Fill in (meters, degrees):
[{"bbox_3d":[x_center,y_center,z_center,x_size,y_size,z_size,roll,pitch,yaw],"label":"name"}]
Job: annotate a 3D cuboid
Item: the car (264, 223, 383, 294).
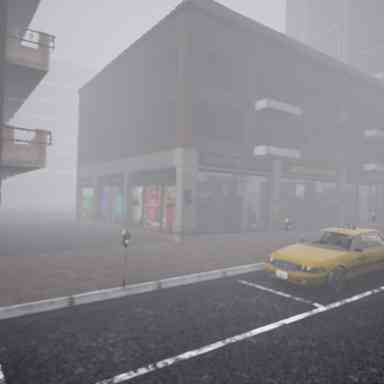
[{"bbox_3d":[4.009,1.555,8.935,4.829,1.417,1.752,0,2,-35],"label":"car"}]
